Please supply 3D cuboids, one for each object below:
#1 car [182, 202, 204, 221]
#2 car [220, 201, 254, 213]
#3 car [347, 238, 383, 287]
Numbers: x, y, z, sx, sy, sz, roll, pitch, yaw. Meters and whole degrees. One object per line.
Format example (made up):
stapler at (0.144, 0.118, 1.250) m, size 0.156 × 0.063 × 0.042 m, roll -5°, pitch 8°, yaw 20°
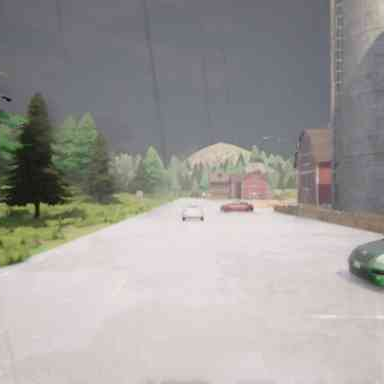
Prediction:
car at (0.091, 1.727, 29.677) m, size 1.812 × 1.442 × 4.674 m, roll 0°, pitch 0°, yaw 0°
car at (5.537, 1.829, 41.208) m, size 4.181 × 1.381 × 1.994 m, roll 0°, pitch 0°, yaw -1°
car at (6.040, 1.540, 8.201) m, size 3.988 × 1.617 × 1.851 m, roll 0°, pitch 0°, yaw -1°
